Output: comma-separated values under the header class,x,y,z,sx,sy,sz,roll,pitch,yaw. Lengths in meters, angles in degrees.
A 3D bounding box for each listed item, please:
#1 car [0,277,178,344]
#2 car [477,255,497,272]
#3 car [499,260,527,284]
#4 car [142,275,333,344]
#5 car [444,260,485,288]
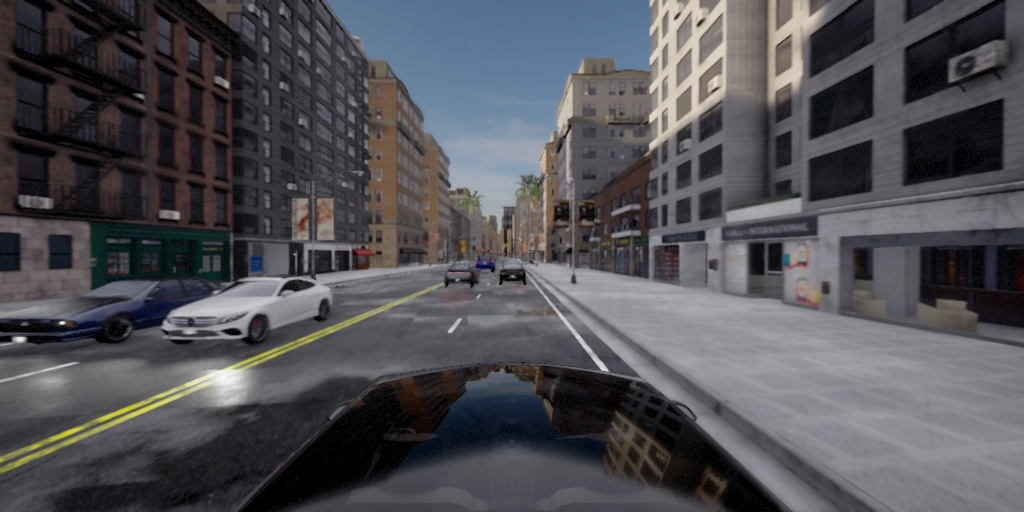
class,x,y,z,sx,sy,sz,roll,pitch,yaw
car,-9.844,1.288,9.836,2.033,1.411,5.357,0,0,0
car,-3.161,0.936,44.399,2.150,2.045,5.566,0,0,0
car,0.064,1.202,26.467,1.882,1.535,5.008,0,0,0
car,-6.588,1.267,9.650,1.812,1.442,4.674,0,0,0
car,-3.202,1.219,23.659,2.128,1.511,4.902,0,0,0
